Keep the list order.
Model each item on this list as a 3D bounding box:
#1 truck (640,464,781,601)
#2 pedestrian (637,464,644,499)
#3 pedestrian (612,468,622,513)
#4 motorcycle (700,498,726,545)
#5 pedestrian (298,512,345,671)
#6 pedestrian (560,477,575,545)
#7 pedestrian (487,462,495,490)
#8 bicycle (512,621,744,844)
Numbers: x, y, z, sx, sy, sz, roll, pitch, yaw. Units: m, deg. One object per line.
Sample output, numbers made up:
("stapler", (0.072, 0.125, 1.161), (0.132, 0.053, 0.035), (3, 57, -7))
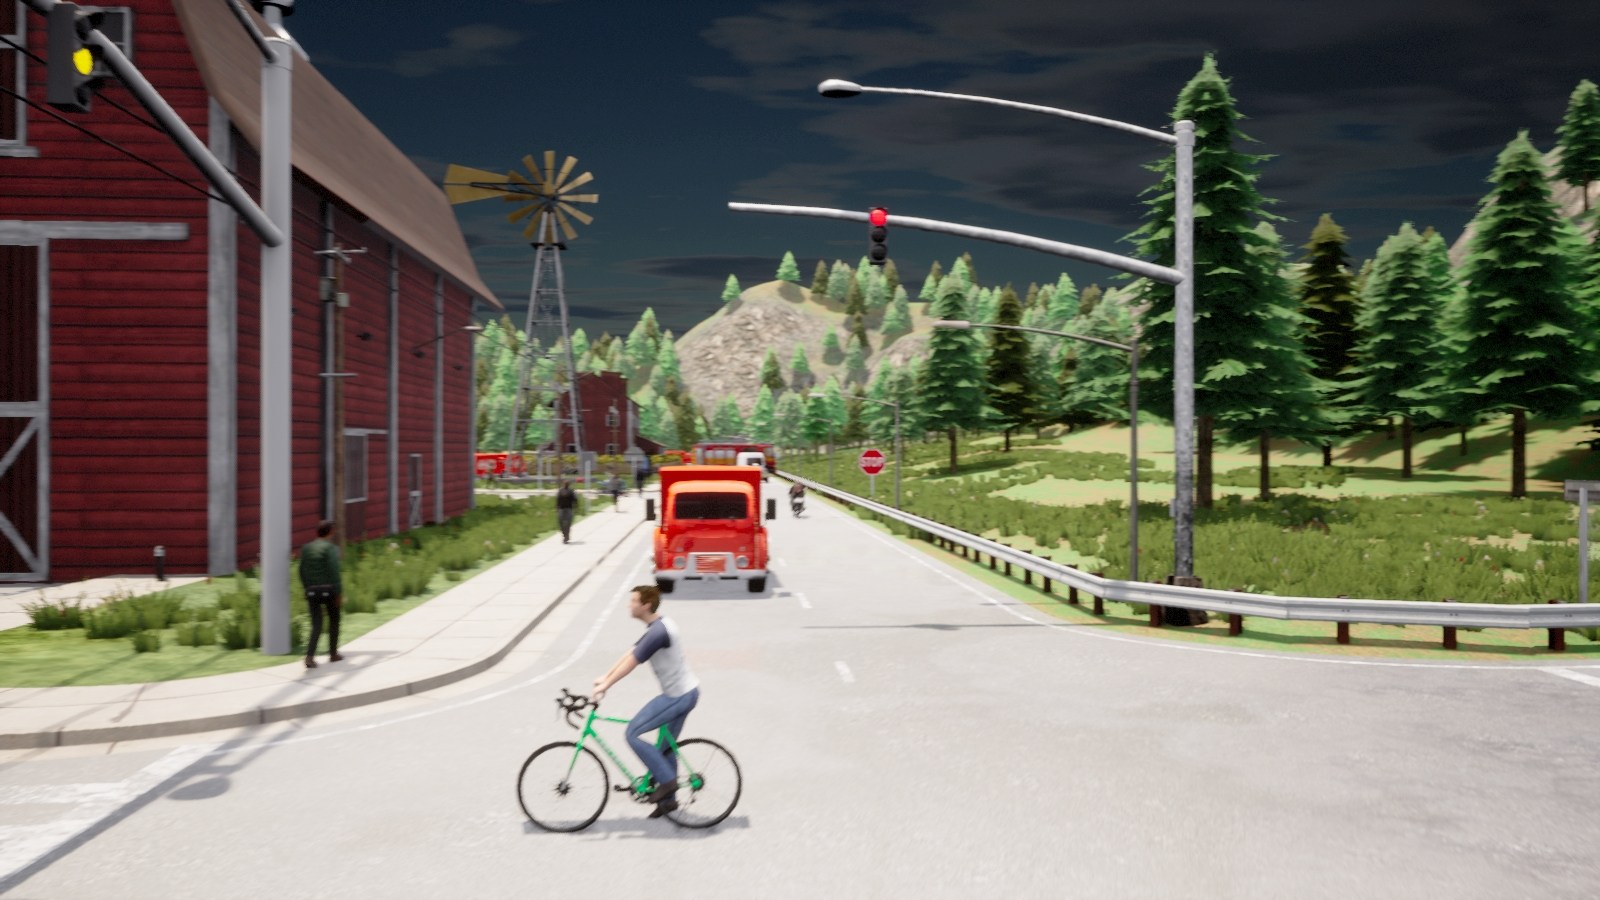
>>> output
("truck", (-1.866, 1.568, 23.894), (2.627, 2.467, 5.204), (0, 0, -5))
("pedestrian", (-8.572, 1.694, 61.425), (0.375, 1.860, 0.375), (0, 0, -11))
("pedestrian", (-7.608, 1.695, 47.483), (0.375, 1.860, 0.375), (0, 0, 0))
("motorcycle", (-2.654, 2.170, 34.998), (0.764, 1.277, 2.356), (0, 0, -4))
("pedestrian", (-5.742, 1.682, 13.721), (0.375, 1.860, 0.375), (0, 0, 6))
("pedestrian", (-6.491, 1.694, 31.900), (0.375, 1.860, 0.375), (0, 0, -5))
("pedestrian", (-20.299, 1.689, 74.985), (0.375, 1.860, 0.375), (0, 0, 15))
("bicycle", (-1.237, 2.038, 8.346), (1.643, 1.496, 0.373), (0, 0, -5))
